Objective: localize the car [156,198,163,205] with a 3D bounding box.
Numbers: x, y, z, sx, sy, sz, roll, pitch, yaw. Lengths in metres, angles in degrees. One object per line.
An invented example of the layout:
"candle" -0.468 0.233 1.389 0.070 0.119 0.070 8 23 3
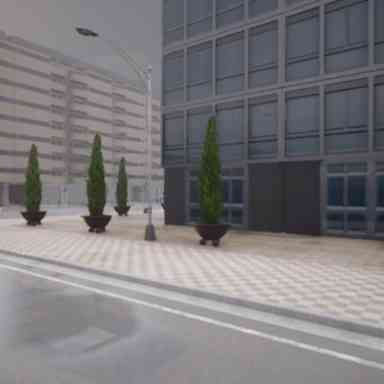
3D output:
"car" -3.951 1.409 55.015 2.128 1.511 4.902 0 0 36
